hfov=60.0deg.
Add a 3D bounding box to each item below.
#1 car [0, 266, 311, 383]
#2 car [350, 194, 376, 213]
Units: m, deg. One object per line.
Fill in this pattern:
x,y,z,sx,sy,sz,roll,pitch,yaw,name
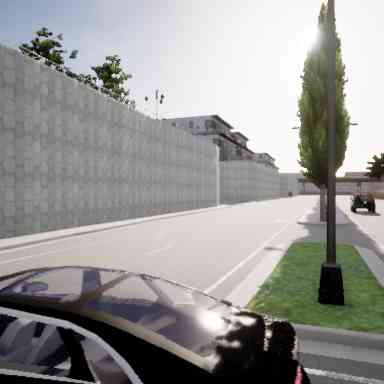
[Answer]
-1.482,1.490,3.005,4.902,1.511,2.128,0,0,15,car
19.191,1.218,37.462,2.150,2.045,5.566,0,0,22,car
